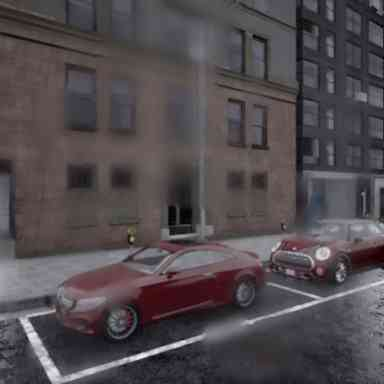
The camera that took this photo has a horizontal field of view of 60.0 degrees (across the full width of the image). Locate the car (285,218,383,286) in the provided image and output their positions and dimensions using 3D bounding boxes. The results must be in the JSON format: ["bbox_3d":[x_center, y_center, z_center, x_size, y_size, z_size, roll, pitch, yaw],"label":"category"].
[{"bbox_3d":[4.112,1.525,9.599,4.097,1.590,1.967,1,-1,-36],"label":"car"}]

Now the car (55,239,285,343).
[{"bbox_3d":[-0.368,1.613,6.398,4.206,1.307,1.802,1,-1,-36],"label":"car"}]
